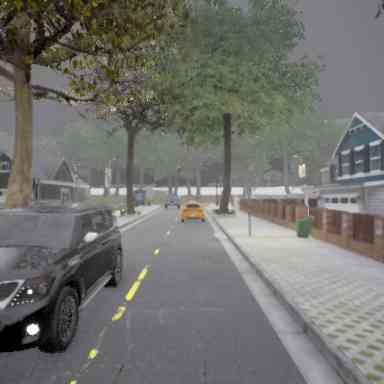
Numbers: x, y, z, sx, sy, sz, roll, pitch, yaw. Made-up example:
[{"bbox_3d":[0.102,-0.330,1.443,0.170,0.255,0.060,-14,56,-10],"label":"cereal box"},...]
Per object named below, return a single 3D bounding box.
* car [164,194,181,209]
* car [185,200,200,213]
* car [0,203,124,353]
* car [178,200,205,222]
[{"bbox_3d":[-2.779,1.318,48.454,2.150,2.045,5.566,0,0,0],"label":"car"},{"bbox_3d":[0.057,1.704,40.510,1.812,1.442,4.674,0,0,0],"label":"car"},{"bbox_3d":[-2.854,1.271,6.592,2.150,2.045,5.566,0,-1,0],"label":"car"},{"bbox_3d":[0.076,1.630,28.256,1.882,1.535,5.008,0,0,0],"label":"car"}]
